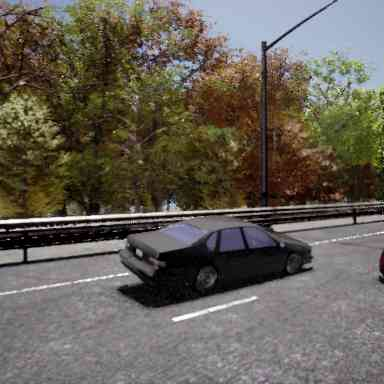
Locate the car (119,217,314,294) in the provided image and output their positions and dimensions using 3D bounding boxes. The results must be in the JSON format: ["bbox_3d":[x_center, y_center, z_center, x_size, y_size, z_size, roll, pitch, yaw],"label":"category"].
[{"bbox_3d":[0.902,1.401,8.583,5.357,1.411,2.033,1,7,-36],"label":"car"}]

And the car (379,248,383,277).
[{"bbox_3d":[6.646,1.509,8.544,4.181,1.385,1.994,0,0,-36],"label":"car"}]
